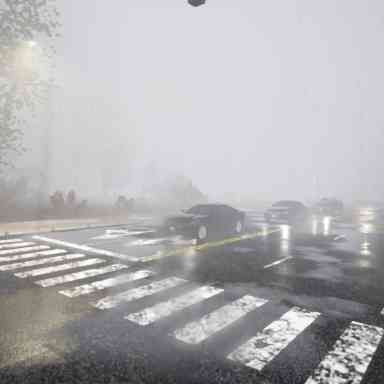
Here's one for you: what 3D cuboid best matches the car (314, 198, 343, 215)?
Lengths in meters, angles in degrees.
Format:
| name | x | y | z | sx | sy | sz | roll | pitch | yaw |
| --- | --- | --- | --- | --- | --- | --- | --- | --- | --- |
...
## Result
| name | x | y | z | sx | sy | sz | roll | pitch | yaw |
| --- | --- | --- | --- | --- | --- | --- | --- | --- | --- |
| car | 13.046 | 1.302 | 31.790 | 2.128 | 1.511 | 4.902 | 2 | 1 | 38 |

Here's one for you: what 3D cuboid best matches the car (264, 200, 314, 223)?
| name | x | y | z | sx | sy | sz | roll | pitch | yaw |
| --- | --- | --- | --- | --- | --- | --- | --- | --- | --- |
| car | 6.840 | 1.323 | 23.790 | 1.812 | 1.442 | 4.674 | 2 | 1 | 38 |

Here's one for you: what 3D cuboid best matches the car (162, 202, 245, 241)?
| name | x | y | z | sx | sy | sz | roll | pitch | yaw |
| --- | --- | --- | --- | --- | --- | --- | --- | --- | --- |
| car | 0.715 | 1.262 | 15.874 | 1.882 | 1.535 | 5.008 | 2 | 1 | 38 |
